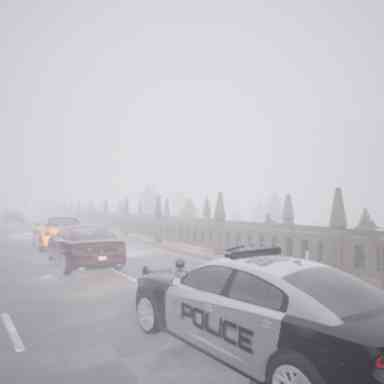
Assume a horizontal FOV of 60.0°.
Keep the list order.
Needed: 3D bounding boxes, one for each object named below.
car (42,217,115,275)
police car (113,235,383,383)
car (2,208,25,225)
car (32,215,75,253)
[{"bbox_3d":[-4.021,1.919,12.214,1.882,1.535,5.008,2,-3,-32],"label":"car"},{"bbox_3d":[0.834,1.650,5.186,1.930,1.638,5.238,2,-3,-37],"label":"police car"},{"bbox_3d":[-19.277,2.698,36.123,1.837,1.490,4.892,2,-2,-29],"label":"car"},{"bbox_3d":[-6.865,1.947,17.044,2.097,1.767,4.553,2,-3,-30],"label":"car"}]
